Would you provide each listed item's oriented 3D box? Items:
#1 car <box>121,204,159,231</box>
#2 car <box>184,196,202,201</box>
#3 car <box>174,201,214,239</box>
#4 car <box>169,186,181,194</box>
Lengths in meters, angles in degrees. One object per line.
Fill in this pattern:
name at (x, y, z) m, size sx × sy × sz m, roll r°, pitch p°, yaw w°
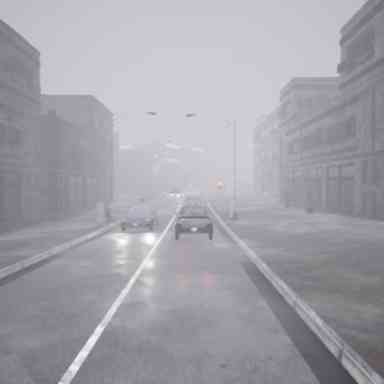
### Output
car at (-3.103, 1.489, 20.484) m, size 1.812 × 1.442 × 4.674 m, roll 0°, pitch 0°, yaw 0°
car at (0.093, 1.094, 35.999) m, size 2.033 × 1.411 × 5.357 m, roll 0°, pitch 3°, yaw 0°
car at (0.096, 1.469, 17.291) m, size 2.128 × 1.511 × 4.902 m, roll 0°, pitch 0°, yaw 0°
car at (-3.002, -0.445, 60.282) m, size 1.994 × 1.385 × 4.181 m, roll 0°, pitch 4°, yaw 2°
